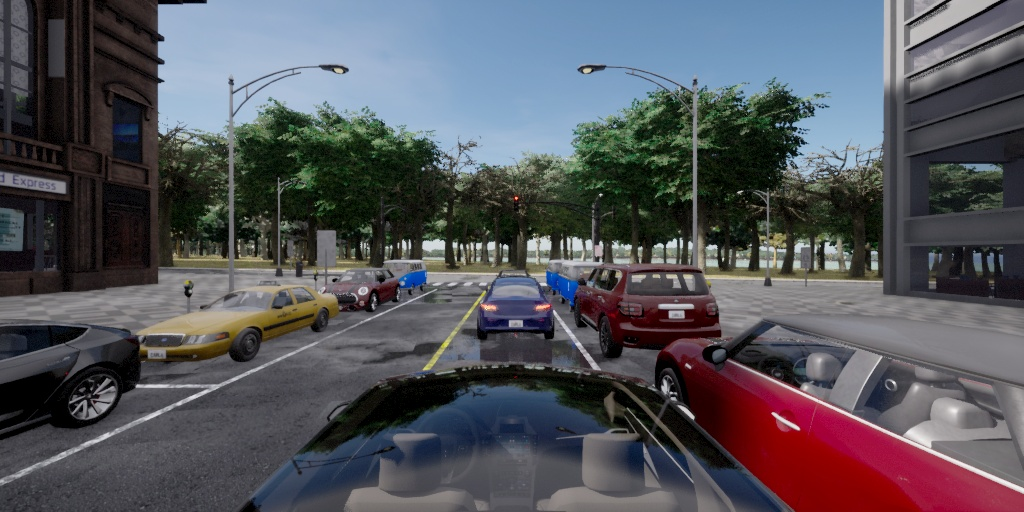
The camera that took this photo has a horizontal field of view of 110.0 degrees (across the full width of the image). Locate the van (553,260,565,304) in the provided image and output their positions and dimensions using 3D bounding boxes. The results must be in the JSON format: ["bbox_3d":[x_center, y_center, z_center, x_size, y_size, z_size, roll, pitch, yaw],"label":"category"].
[{"bbox_3d":[2.760,1.091,13.838,1.690,1.789,3.998,0,0,0],"label":"van"}]

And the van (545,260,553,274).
[{"bbox_3d":[2.759,1.092,19.276,1.690,1.789,3.998,0,0,0],"label":"van"}]

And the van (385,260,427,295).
[{"bbox_3d":[-5.766,1.092,19.274,1.690,1.789,3.998,0,0,0],"label":"van"}]

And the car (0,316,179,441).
[{"bbox_3d":[-5.763,1.315,2.961,1.948,1.339,4.313,0,0,0],"label":"car"}]

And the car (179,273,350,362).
[{"bbox_3d":[-5.764,1.275,8.229,1.751,1.417,4.829,0,0,0],"label":"car"}]

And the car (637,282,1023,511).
[{"bbox_3d":[2.763,1.190,2.963,1.967,1.591,4.097,0,0,0],"label":"car"}]

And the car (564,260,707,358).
[{"bbox_3d":[2.761,1.065,8.401,2.192,1.841,5.009,0,0,0],"label":"car"}]

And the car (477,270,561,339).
[{"bbox_3d":[0.097,1.276,9.938,1.812,1.442,4.674,0,0,0],"label":"car"}]

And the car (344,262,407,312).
[{"bbox_3d":[-5.765,1.190,13.836,1.967,1.591,4.097,0,0,0],"label":"car"}]
